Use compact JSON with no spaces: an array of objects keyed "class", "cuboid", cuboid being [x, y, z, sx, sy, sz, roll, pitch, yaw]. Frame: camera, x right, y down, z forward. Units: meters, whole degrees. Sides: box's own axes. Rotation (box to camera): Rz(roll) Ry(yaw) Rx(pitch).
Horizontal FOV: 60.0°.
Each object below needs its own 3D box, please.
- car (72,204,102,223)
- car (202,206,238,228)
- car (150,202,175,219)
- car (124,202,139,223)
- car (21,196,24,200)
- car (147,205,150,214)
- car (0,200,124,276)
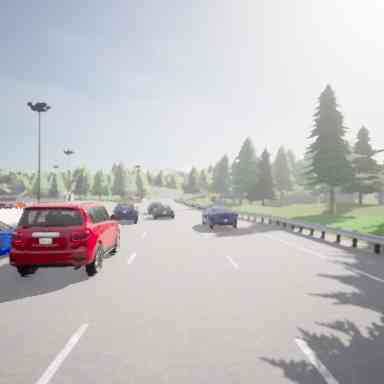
[{"class":"car","cuboid":[-9.436,1.858,30.125,1.837,1.490,4.892,0,-1,-9]},{"class":"car","cuboid":[1.948,1.760,24.447,1.882,1.535,5.008,0,0,-7]},{"class":"car","cuboid":[-2.901,1.952,33.448,1.994,1.385,4.181,0,-1,-10]},{"class":"car","cuboid":[-5.739,1.689,29.003,2.097,1.767,4.553,0,-1,-8]},{"class":"car","cuboid":[-22.122,1.511,40.631,2.150,2.045,5.566,0,-1,-13]},{"class":"car","cuboid":[-4.659,2.003,42.766,1.837,1.490,4.892,0,0,-12]},{"class":"car","cuboid":[-3.829,1.352,11.014,2.150,2.045,5.566,0,-1,-3]}]
